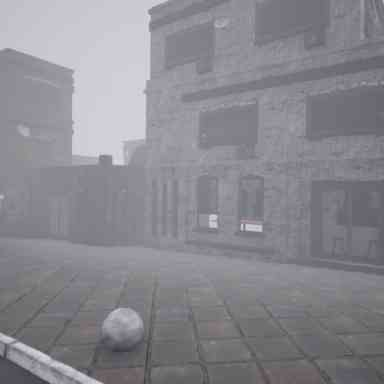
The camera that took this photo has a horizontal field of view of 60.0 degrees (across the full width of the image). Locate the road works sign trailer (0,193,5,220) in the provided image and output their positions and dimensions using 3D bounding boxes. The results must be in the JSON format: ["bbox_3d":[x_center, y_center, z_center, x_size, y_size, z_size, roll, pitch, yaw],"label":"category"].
[{"bbox_3d":[-8.721,1.014,13.173,2.880,2.380,3.560,7,-7,-41],"label":"road works sign trailer"}]
